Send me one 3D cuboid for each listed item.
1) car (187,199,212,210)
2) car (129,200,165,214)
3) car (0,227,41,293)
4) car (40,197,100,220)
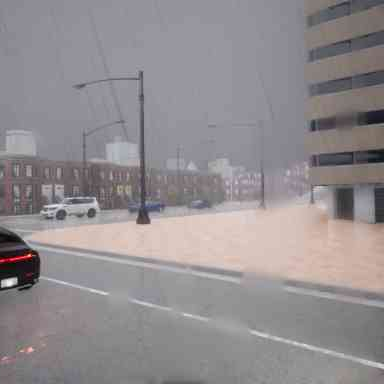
[{"bbox_3d":[1.233,1.821,48.879,1.812,1.442,4.674,-1,-1,37],"label":"car"},{"bbox_3d":[-5.407,1.779,40.021,1.882,1.535,5.008,-1,-1,37],"label":"car"},{"bbox_3d":[-5.550,1.546,7.932,4.892,1.490,1.837,-1,0,35],"label":"car"},{"bbox_3d":[-11.510,1.528,31.866,2.150,2.045,5.566,-1,-1,37],"label":"car"}]
